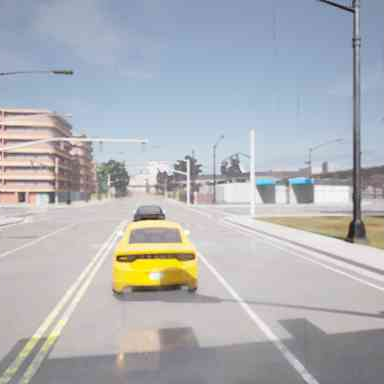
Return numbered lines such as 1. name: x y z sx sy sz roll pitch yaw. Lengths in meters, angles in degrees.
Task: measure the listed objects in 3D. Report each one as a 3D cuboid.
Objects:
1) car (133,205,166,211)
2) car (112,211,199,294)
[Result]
1. car: -2.611 1.540 20.447 1.882 1.535 5.008 0 0 -8
2. car: -1.021 1.505 9.013 1.882 1.535 5.008 0 0 -7
